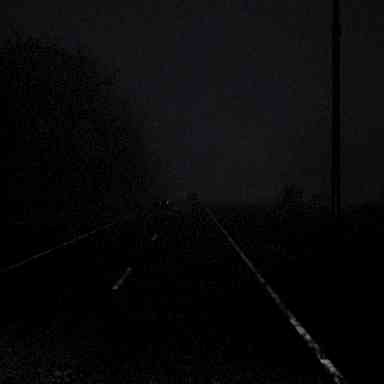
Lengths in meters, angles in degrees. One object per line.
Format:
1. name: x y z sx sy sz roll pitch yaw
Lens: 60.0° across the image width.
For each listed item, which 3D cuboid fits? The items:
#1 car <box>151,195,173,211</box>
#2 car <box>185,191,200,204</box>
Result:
1. car: -3.298 1.116 37.166 2.097 1.767 4.553 0 0 1
2. car: 0.065 0.875 55.266 2.150 2.045 5.566 0 1 0
